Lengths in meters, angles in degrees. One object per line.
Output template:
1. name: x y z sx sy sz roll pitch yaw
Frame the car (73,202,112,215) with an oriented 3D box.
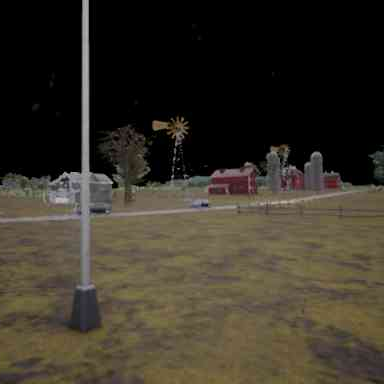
1. car: -11.737 2.005 39.615 1.837 1.490 4.892 -2 -1 36

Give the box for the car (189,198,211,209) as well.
1. car: 1.392 1.989 57.770 2.097 1.767 4.553 -2 -1 36
